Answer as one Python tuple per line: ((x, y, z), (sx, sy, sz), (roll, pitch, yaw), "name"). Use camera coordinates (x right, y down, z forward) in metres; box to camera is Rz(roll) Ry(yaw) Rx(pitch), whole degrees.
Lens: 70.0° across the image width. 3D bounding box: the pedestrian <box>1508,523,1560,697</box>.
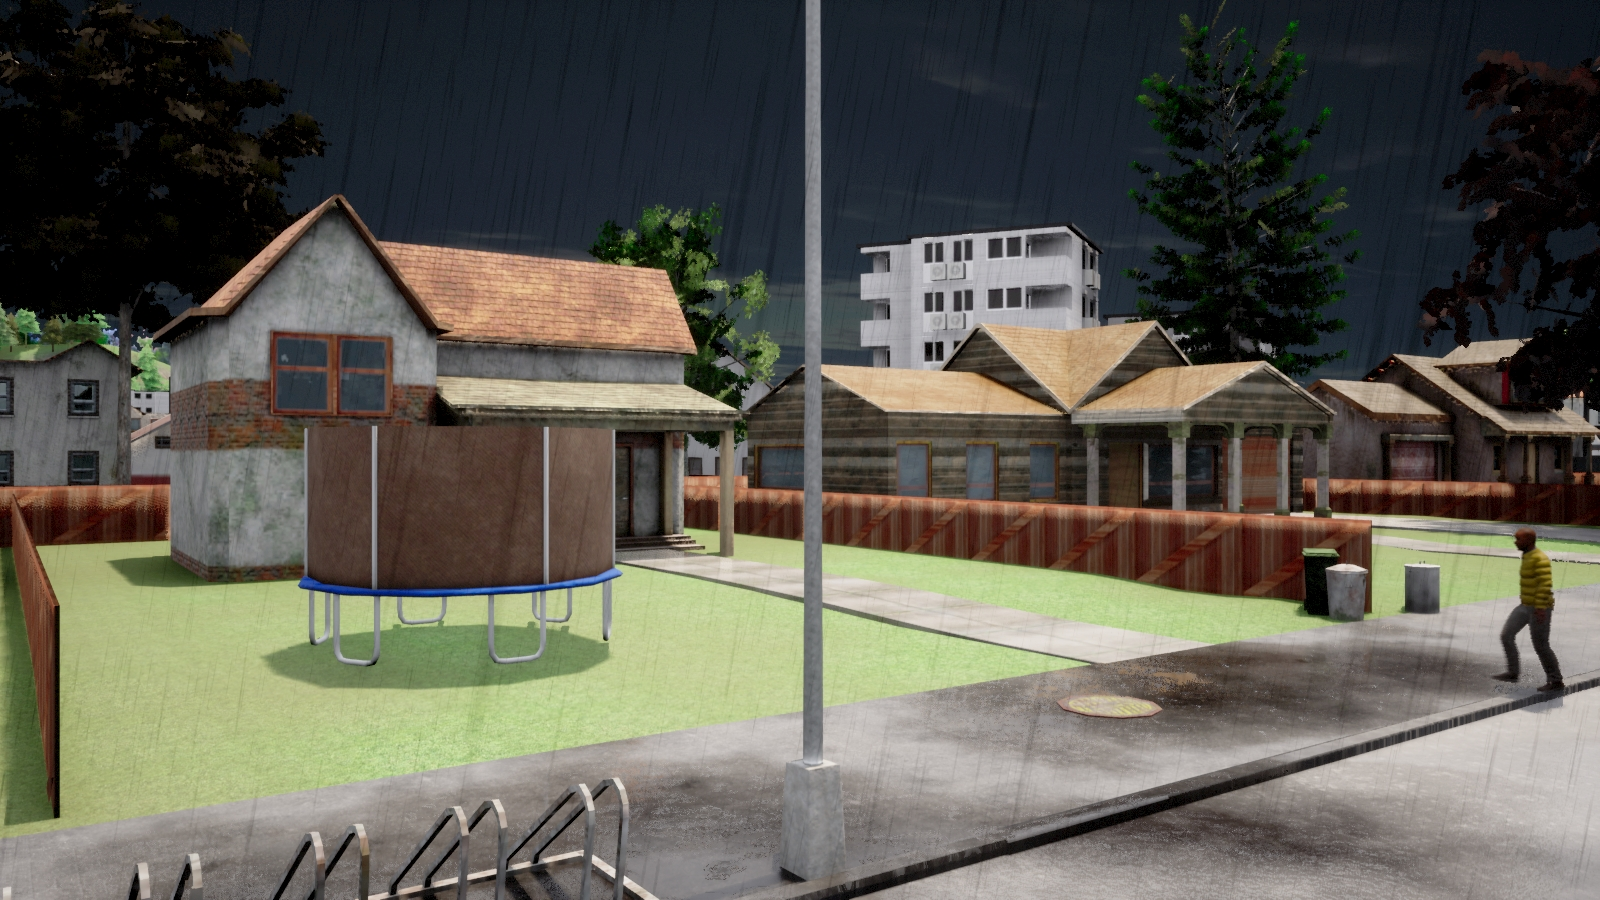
((8.103, 1.746, 12.622), (0.375, 1.860, 0.375), (0, 0, 14), "pedestrian")
